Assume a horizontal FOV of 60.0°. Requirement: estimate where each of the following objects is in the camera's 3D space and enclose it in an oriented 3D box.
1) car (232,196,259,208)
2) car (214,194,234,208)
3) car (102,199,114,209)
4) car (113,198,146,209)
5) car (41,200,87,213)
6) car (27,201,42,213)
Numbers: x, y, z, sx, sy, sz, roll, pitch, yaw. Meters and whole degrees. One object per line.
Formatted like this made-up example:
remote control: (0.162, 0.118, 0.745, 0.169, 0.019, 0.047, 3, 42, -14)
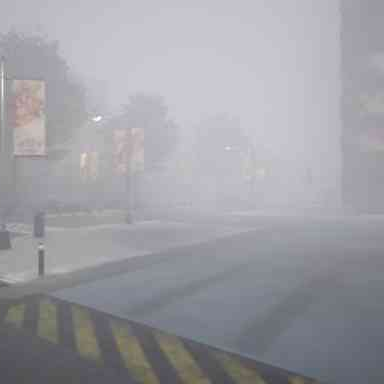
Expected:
car: (8.478, 1.643, 50.600, 1.837, 1.490, 4.892, 0, 0, 35)
car: (5.643, 1.380, 52.655, 2.150, 2.045, 5.566, 0, 0, 35)
car: (-11.058, 1.725, 49.134, 1.837, 1.490, 4.892, 0, 0, 36)
car: (-8.457, 1.764, 46.762, 1.994, 1.385, 4.181, 0, 0, 35)
car: (-14.385, 1.799, 38.480, 1.895, 1.301, 4.718, 0, 0, 36)
car: (-17.405, 1.723, 40.258, 1.837, 1.490, 4.892, 0, 0, 36)
